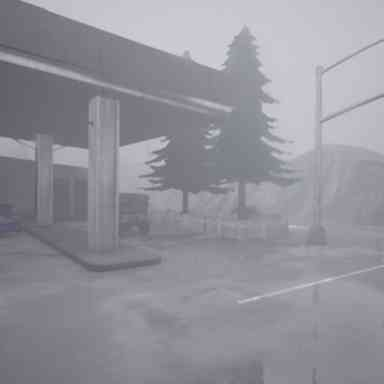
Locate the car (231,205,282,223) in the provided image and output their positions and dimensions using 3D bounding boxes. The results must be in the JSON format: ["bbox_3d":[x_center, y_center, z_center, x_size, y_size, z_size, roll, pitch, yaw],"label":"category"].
[{"bbox_3d":[4.799,1.674,25.166,1.994,1.385,4.181,0,1,-35],"label":"car"}]

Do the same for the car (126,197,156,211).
[{"bbox_3d":[-6.404,1.444,41.292,1.812,1.442,4.674,0,0,-35],"label":"car"}]

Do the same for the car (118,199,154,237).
[{"bbox_3d":[-3.958,1.361,18.621,1.905,1.878,3.866,0,0,-36],"label":"car"}]

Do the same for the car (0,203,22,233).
[{"bbox_3d":[-11.087,1.450,18.871,2.242,1.667,4.611,0,0,-36],"label":"car"}]
